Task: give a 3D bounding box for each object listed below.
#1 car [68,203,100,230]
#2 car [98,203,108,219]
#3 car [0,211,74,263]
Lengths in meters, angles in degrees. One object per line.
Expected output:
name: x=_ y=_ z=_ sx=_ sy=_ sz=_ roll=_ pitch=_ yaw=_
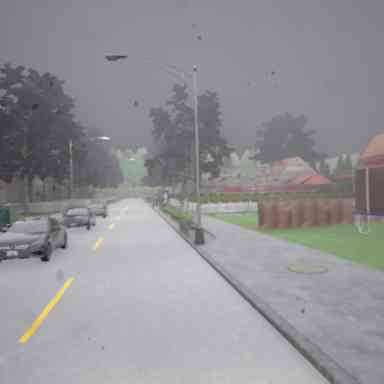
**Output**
car: x=-7.733 y=1.777 z=22.890 sx=1.812 sy=1.442 sz=4.674 roll=-2 pitch=0 yaw=-9
car: x=-9.380 y=1.840 z=33.029 sx=1.812 sy=1.442 sz=4.674 roll=-2 pitch=0 yaw=-9
car: x=-6.083 y=1.713 z=12.889 sx=1.812 sy=1.442 sz=4.674 roll=-2 pitch=0 yaw=-9
